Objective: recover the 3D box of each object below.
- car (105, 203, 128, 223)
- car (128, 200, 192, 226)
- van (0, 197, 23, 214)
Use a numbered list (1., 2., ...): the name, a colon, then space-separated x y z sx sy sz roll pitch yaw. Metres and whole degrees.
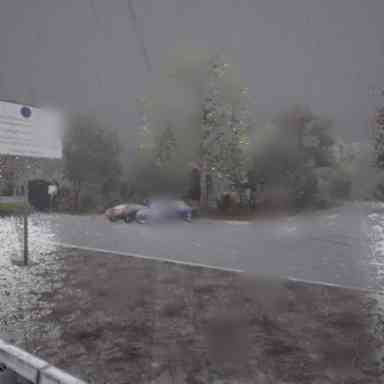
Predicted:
1. car: -4.596 1.575 25.809 2.002 1.452 4.674 0 0 35
2. car: -1.975 1.393 24.025 2.185 1.767 4.553 0 0 35
3. van: -21.670 1.545 37.684 1.878 1.987 4.442 -2 -1 35
